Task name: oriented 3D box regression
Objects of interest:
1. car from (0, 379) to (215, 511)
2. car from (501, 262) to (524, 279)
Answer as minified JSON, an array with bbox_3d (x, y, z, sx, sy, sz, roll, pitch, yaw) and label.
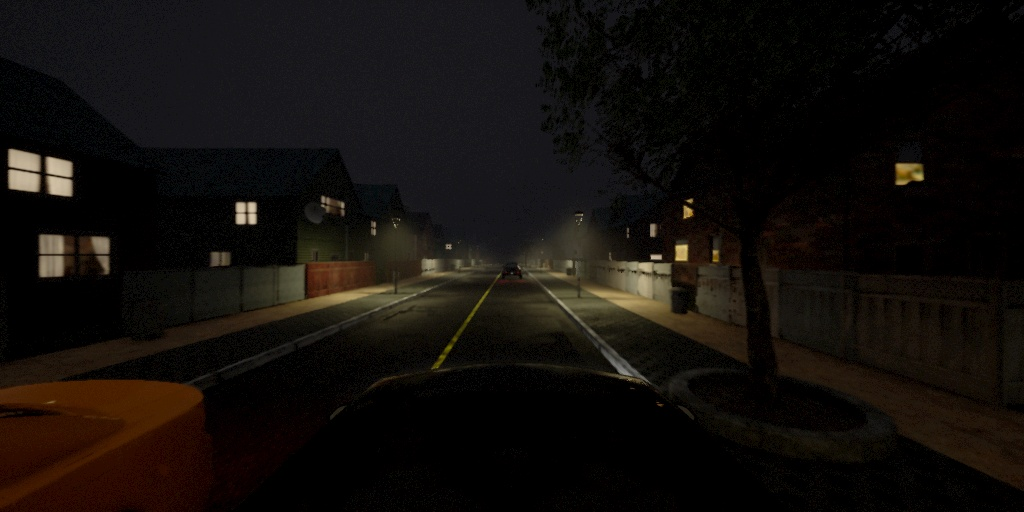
[{"bbox_3d":[-2.839,1.228,0.160,1.882,1.535,5.008,0,0,0],"label":"car"},{"bbox_3d":[0.011,1.334,33.299,1.812,1.442,4.674,0,0,0],"label":"car"}]
